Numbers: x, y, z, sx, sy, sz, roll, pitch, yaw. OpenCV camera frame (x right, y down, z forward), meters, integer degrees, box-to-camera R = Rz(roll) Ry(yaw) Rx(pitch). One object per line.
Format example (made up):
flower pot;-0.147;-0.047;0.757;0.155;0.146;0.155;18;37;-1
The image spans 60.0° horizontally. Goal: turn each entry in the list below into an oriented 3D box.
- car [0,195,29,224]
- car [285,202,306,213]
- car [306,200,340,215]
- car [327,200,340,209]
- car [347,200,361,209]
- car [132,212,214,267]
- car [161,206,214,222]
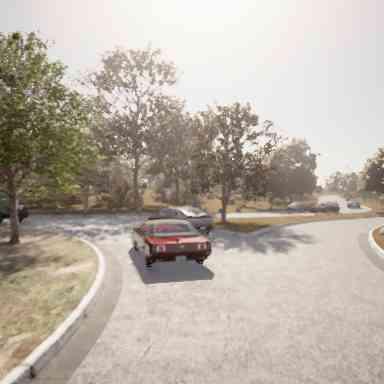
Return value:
car;-14.405;1.198;23.768;5.566;2.045;2.150;1;0;16
car;13.781;1.986;42.915;4.181;1.385;1.994;1;-1;-43
car;16.238;2.033;40.657;4.718;1.301;1.895;1;-1;-43
car;25.293;2.177;59.470;1.994;1.385;4.181;0;0;21
car;28.294;2.106;58.227;2.128;1.511;4.902;0;0;22
car;-0.943;1.612;11.595;1.895;1.301;4.718;0;0;-17
car;-0.729;1.512;17.941;2.128;1.511;4.902;0;0;-31
